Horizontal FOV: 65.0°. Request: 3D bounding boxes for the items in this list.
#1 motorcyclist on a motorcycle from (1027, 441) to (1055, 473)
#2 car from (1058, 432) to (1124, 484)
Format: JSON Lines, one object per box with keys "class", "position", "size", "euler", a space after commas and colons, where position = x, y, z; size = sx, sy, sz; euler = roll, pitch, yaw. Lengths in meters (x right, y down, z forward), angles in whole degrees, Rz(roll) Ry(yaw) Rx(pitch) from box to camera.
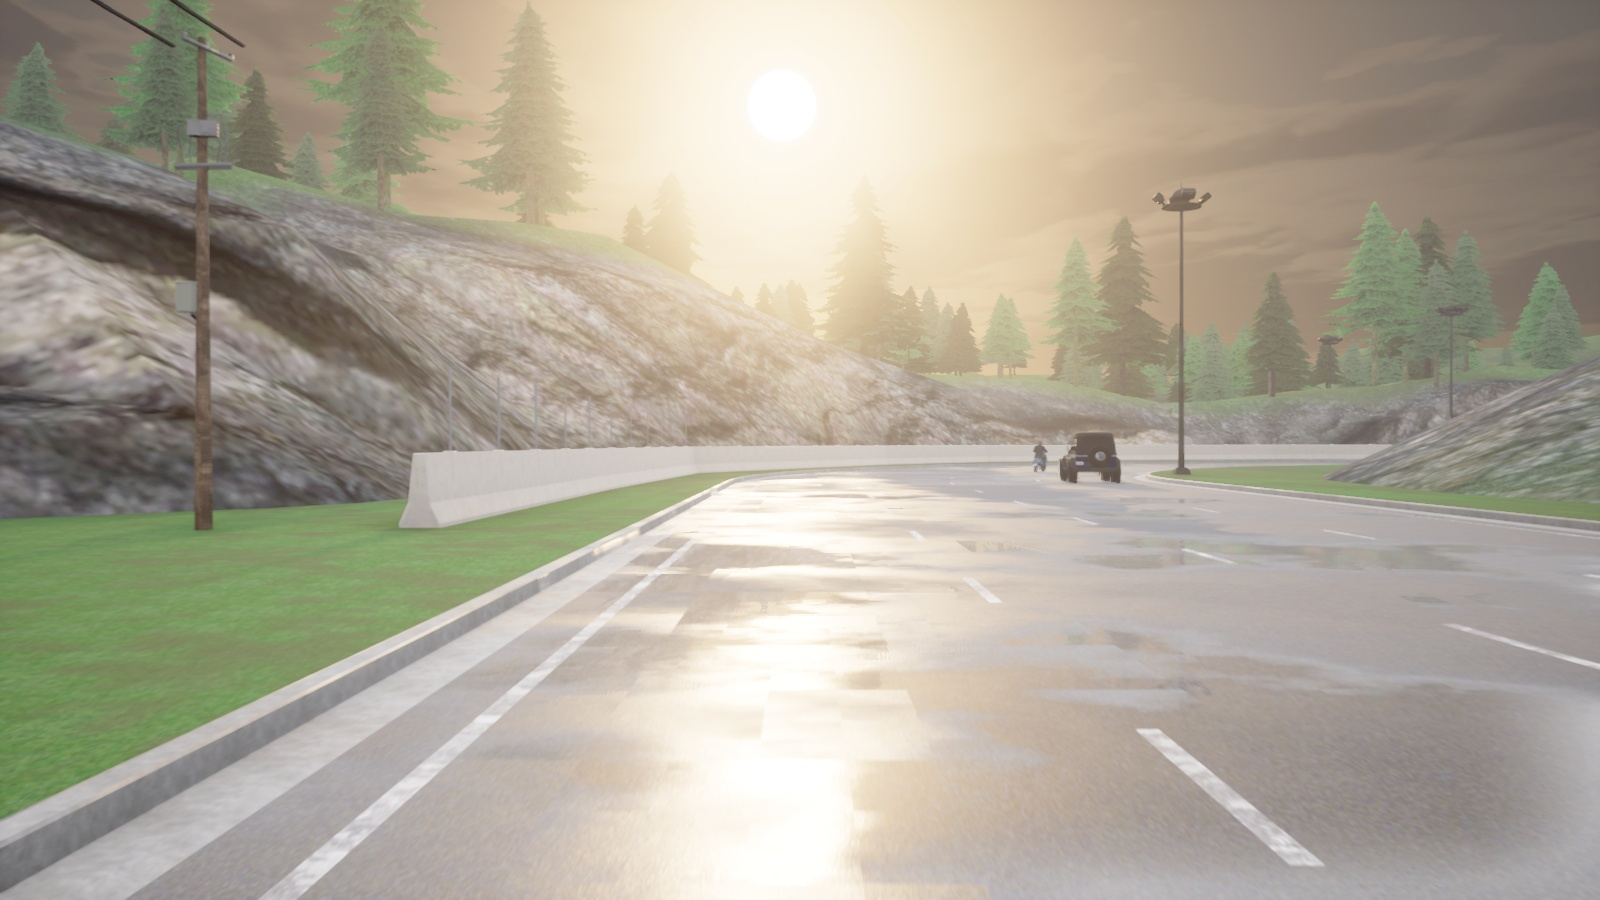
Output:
{"class": "motorcyclist on a motorcycle", "position": [12.217, 0.351, 63.659], "size": [0.866, 1.590, 1.817], "euler": [2, 1, 28]}
{"class": "car", "position": [10.965, 0.283, 47.575], "size": [1.905, 1.878, 3.866], "euler": [0, 0, 5]}
